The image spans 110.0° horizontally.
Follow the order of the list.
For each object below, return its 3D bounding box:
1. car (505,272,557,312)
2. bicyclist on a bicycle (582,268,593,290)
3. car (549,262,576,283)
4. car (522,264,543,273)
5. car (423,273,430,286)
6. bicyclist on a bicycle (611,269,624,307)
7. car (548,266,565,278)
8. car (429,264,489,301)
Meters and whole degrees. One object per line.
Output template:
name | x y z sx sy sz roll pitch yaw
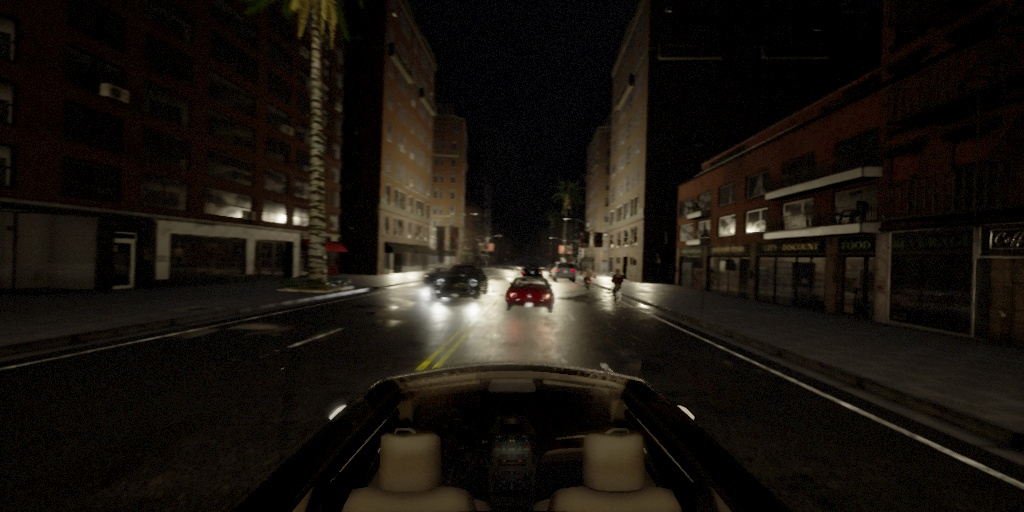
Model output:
car | 0.793 1.556 15.521 1.895 1.301 4.718 2 -1 3
bicyclist on a bicycle | 5.527 1.699 26.334 0.866 1.612 1.509 2 -1 3
car | 5.386 1.647 37.660 2.150 2.045 5.566 2 -1 3
car | 2.049 1.647 36.177 2.097 1.767 4.553 2 -1 3
car | -5.204 1.528 27.305 1.895 1.301 4.718 2 -1 3
bicyclist on a bicycle | 4.936 1.481 16.961 0.659 1.776 1.843 2 -1 3
car | 5.917 2.124 48.079 1.812 1.442 4.674 2 -1 3
car | -2.467 1.244 18.615 2.097 1.767 4.553 2 -1 3
